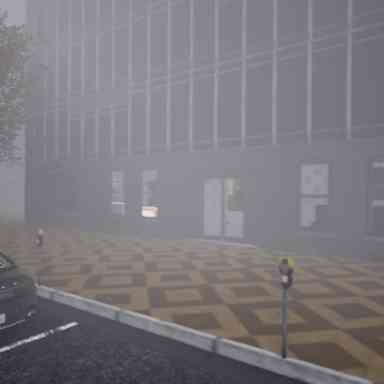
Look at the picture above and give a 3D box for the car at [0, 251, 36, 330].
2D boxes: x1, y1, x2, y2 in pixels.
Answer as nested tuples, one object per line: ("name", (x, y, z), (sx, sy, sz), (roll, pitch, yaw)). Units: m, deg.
("car", (-4.516, 1.574, 5.931), (4.403, 1.369, 2.008), (0, 1, 36))
